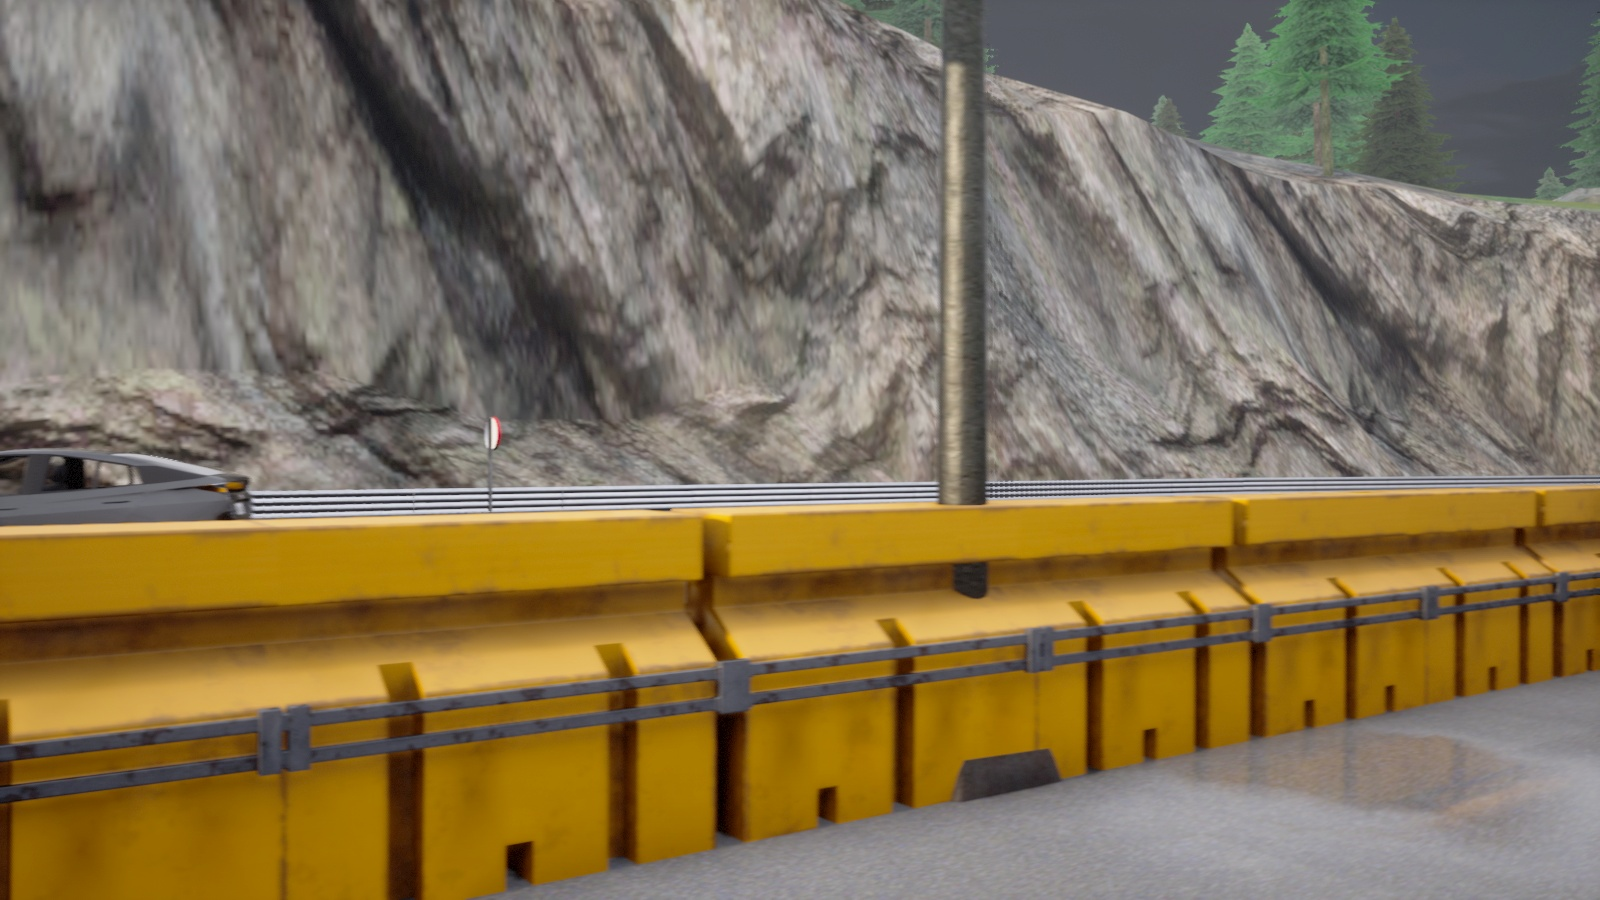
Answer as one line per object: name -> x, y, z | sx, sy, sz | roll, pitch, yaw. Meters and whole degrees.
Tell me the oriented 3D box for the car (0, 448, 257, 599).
car -> -8.471, 0.743, 13.564 | 4.514, 1.525, 2.007 | 0, 0, -14
